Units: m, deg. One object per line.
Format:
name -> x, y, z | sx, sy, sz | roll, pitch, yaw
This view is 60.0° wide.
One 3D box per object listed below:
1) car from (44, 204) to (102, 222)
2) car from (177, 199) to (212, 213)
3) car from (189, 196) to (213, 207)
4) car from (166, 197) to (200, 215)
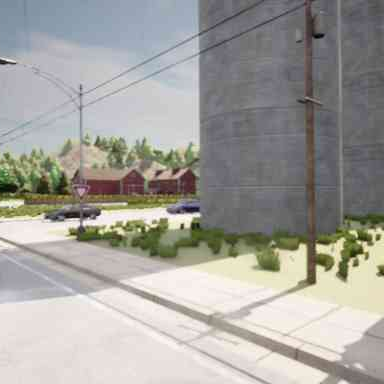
car -> -10.457, 1.801, 29.484 | 4.902, 1.511, 2.128 | 0, -1, -43
car -> 0.303, 1.833, 44.987 | 2.242, 1.667, 4.611 | 0, -1, -42
car -> 1.746, 1.804, 64.224 | 1.932, 1.855, 4.605 | 0, -1, -42
car -> -0.816, 1.661, 38.362 | 4.553, 1.767, 2.097 | 0, -1, -43
